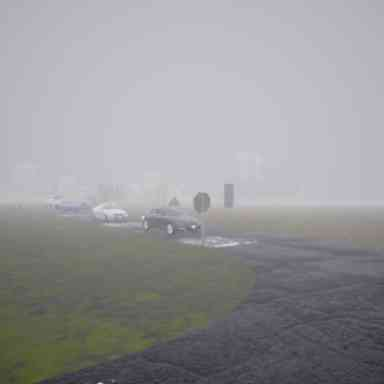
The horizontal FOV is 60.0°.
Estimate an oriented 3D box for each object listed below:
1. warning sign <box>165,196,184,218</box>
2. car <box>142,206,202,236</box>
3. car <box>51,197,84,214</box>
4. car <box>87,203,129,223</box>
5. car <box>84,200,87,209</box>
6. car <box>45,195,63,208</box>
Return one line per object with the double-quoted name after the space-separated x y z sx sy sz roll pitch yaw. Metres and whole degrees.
-1.588 1.334 29.596 1.300 1.860 1.060 1 0 -35 "warning sign"
-1.296 1.651 19.921 1.837 1.490 4.892 1 -1 -35 "car"
-14.752 1.708 39.190 1.882 1.535 5.008 1 -1 -35 "car"
-6.967 1.707 28.027 1.812 1.442 4.674 1 0 -35 "car"
-15.262 1.800 45.031 1.812 1.442 4.674 1 -1 -35 "car"
-23.245 1.556 56.441 2.150 2.045 5.566 1 -1 -35 "car"
